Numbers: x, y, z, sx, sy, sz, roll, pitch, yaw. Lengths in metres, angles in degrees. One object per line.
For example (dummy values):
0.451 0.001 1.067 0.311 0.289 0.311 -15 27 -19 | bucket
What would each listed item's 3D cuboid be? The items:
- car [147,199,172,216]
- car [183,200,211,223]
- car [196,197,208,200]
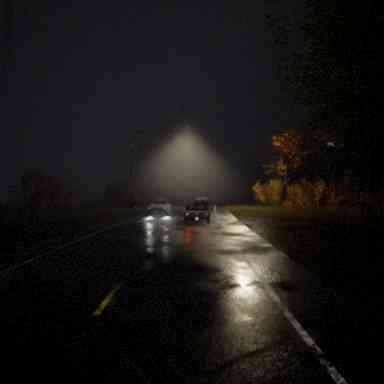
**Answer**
-3.014 1.428 31.652 1.812 1.442 4.674 0 0 3 | car
0.408 1.525 24.778 1.895 1.301 4.718 0 0 2 | car
1.266 1.360 41.720 2.128 1.511 4.902 0 0 4 | car
